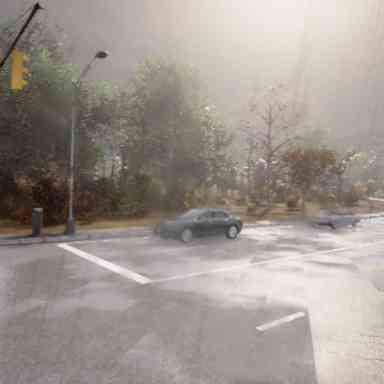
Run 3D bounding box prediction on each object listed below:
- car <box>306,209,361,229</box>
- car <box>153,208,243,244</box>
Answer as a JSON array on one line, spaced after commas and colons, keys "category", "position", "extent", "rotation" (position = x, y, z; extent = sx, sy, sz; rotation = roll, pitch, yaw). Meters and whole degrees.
[{"category": "car", "position": [10.339, 1.888, 24.215], "extent": [4.718, 1.301, 1.895], "rotation": [1, 0, -39]}, {"category": "car", "position": [0.390, 1.556, 16.280], "extent": [4.892, 1.490, 1.837], "rotation": [1, 0, -39]}]
